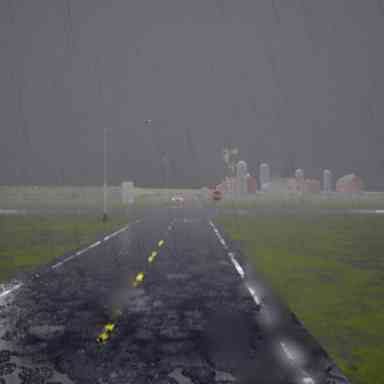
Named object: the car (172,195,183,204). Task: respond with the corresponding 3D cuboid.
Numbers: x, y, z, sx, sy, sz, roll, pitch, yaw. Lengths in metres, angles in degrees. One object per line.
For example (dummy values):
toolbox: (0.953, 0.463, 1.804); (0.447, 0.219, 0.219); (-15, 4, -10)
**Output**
car: (-2.738, 1.302, 64.259); (2.097, 1.767, 4.553); (0, -1, 0)
